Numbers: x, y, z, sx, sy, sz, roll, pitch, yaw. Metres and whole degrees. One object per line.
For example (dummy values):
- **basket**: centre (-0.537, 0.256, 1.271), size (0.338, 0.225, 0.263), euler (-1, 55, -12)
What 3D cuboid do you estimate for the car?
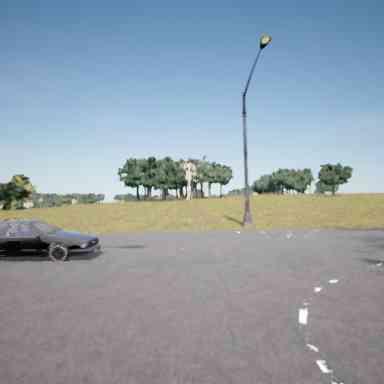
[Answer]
- **car**: centre (-6.189, 1.723, 12.156), size (5.357, 1.411, 2.033), euler (0, -2, 0)
